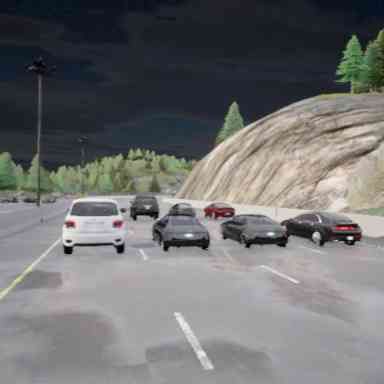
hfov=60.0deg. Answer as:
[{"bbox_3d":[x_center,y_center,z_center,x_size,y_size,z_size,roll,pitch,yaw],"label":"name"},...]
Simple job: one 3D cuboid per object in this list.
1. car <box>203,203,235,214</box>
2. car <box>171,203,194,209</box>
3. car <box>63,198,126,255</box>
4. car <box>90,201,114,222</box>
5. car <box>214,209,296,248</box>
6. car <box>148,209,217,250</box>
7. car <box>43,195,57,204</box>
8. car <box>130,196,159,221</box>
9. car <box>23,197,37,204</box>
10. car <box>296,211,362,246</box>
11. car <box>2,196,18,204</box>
[{"bbox_3d":[2.492,1.734,31.291,1.882,1.535,5.008,1,0,-14],"label":"car"},{"bbox_3d":[-0.880,1.726,30.342,1.812,1.442,4.674,1,0,-14],"label":"car"},{"bbox_3d":[-3.935,1.256,13.758,2.150,2.045,5.566,1,0,-14],"label":"car"},{"bbox_3d":[-7.652,1.596,28.571,1.837,1.490,4.892,1,0,-14],"label":"car"},{"bbox_3d":[2.780,1.716,15.750,1.994,1.385,4.181,1,0,-14],"label":"car"},{"bbox_3d":[-0.603,1.660,14.847,1.994,1.385,4.181,1,0,-14],"label":"car"},{"bbox_3d":[-27.448,1.403,64.345,2.097,1.767,4.553,1,0,-14],"label":"car"},{"bbox_3d":[-4.188,1.360,29.153,2.150,2.045,5.566,1,0,-14],"label":"car"},{"bbox_3d":[-30.831,1.588,63.435,1.895,1.301,4.718,1,0,-14],"label":"car"},{"bbox_3d":[6.182,1.715,16.566,1.837,1.490,4.892,1,0,-14],"label":"car"},{"bbox_3d":[-34.232,1.489,62.613,1.994,1.385,4.181,1,0,-14],"label":"car"}]
